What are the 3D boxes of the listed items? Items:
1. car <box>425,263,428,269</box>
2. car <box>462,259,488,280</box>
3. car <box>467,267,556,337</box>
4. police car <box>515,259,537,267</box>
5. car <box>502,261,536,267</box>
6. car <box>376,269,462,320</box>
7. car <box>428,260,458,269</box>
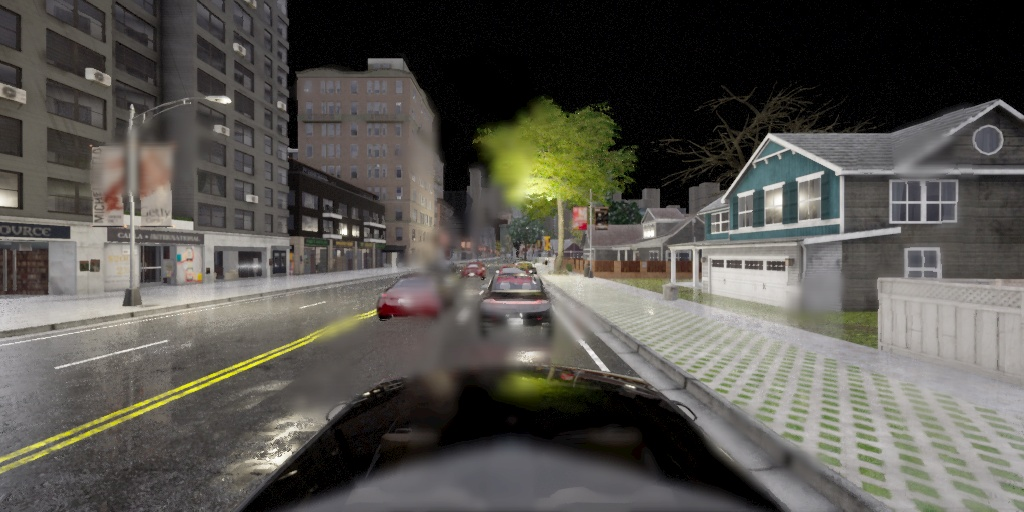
[{"bbox_3d":[-9.799,1.214,45.993,1.837,1.490,4.892,0,0,0],"label":"car"},{"bbox_3d":[-3.118,1.254,30.389,1.812,1.442,4.674,0,0,0],"label":"car"},{"bbox_3d":[0.113,1.239,10.283,2.128,1.511,4.902,0,0,0],"label":"car"},{"bbox_3d":[1.007,1.155,29.515,1.930,1.638,5.238,0,0,0],"label":"police car"},{"bbox_3d":[0.121,1.218,19.786,1.882,1.535,5.008,0,0,0],"label":"car"},{"bbox_3d":[-3.137,1.310,12.560,1.994,1.385,4.181,0,0,0],"label":"car"},{"bbox_3d":[-6.561,1.199,35.555,1.882,1.535,5.008,0,0,0],"label":"car"}]
